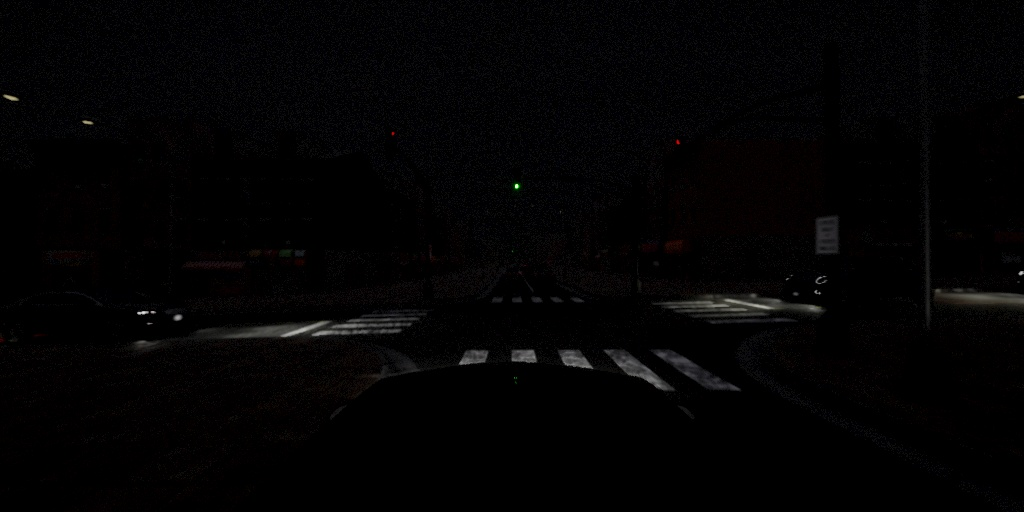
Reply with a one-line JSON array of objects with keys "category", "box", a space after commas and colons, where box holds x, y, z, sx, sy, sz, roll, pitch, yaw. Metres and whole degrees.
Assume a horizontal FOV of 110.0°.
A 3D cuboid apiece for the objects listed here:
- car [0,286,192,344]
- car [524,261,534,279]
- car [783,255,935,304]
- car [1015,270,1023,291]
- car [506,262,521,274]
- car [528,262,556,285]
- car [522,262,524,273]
[{"category": "car", "box": [-12.723, 1.712, 11.029, 4.902, 1.511, 2.128, -2, 0, 0]}, {"category": "car", "box": [2.639, 1.561, 36.253, 2.192, 1.841, 5.009, 0, 0, 0]}, {"category": "car", "box": [13.361, 0.846, 14.059, 4.553, 1.767, 2.097, -1, 0, 1]}, {"category": "car", "box": [23.079, 0.595, 14.057, 4.553, 1.767, 2.097, -1, 0, 0]}, {"category": "car", "box": [0.102, 2.096, 59.455, 1.882, 1.535, 5.008, 0, -1, 0]}, {"category": "car", "box": [2.638, 1.603, 30.852, 1.967, 1.591, 4.097, 0, 0, 0]}, {"category": "car", "box": [2.639, 1.645, 41.655, 2.192, 1.841, 5.009, 0, 0, 0]}]
